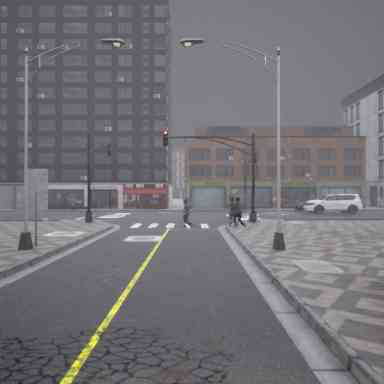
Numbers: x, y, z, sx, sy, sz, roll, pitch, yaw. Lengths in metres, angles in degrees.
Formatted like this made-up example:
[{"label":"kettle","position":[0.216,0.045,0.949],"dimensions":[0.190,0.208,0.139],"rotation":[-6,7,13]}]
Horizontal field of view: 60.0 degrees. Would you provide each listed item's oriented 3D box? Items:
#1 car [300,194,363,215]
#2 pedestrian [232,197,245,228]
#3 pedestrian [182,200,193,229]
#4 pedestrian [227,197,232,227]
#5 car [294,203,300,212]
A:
[{"label":"car","position":[14.340,1.214,33.857],"dimensions":[5.566,2.045,2.150],"rotation":[0,0,2]},{"label":"pedestrian","position":[2.645,1.148,18.899],"dimensions":[0.375,1.860,0.375],"rotation":[0,0,0]},{"label":"pedestrian","position":[-0.303,1.301,20.107],"dimensions":[0.375,1.860,0.375],"rotation":[0,0,0]},{"label":"pedestrian","position":[2.429,1.149,19.566],"dimensions":[0.375,1.860,0.375],"rotation":[0,0,0]},{"label":"car","position":[14.005,1.499,37.127],"dimensions":[5.008,1.535,1.882],"rotation":[0,0,0]}]
